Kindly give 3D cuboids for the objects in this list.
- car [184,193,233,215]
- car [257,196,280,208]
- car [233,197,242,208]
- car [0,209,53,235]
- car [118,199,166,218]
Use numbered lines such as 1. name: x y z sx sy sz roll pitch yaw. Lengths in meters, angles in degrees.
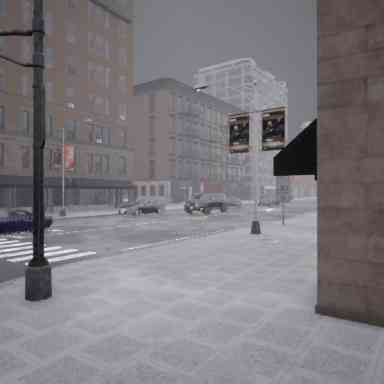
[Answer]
1. car: 1.524 1.107 32.597 2.150 2.045 5.566 0 0 34
2. car: 10.452 1.325 45.132 1.837 1.490 4.892 0 0 36
3. car: 4.697 1.339 42.677 2.128 1.511 4.902 0 0 36
4. car: -9.532 1.566 16.614 1.895 1.301 4.718 0 0 31
5. car: -4.410 1.405 29.850 2.128 1.511 4.902 0 0 35
